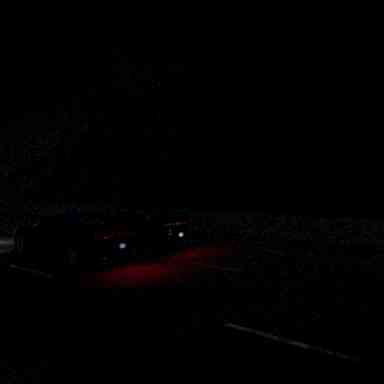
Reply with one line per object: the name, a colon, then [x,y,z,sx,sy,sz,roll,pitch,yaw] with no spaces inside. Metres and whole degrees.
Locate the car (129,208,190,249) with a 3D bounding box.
car: [-2.382,1.423,14.341,4.902,1.511,2.128,1,0,36]

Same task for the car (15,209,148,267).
car: [-4.039,1.410,11.219,5.008,1.535,1.882,1,0,36]
